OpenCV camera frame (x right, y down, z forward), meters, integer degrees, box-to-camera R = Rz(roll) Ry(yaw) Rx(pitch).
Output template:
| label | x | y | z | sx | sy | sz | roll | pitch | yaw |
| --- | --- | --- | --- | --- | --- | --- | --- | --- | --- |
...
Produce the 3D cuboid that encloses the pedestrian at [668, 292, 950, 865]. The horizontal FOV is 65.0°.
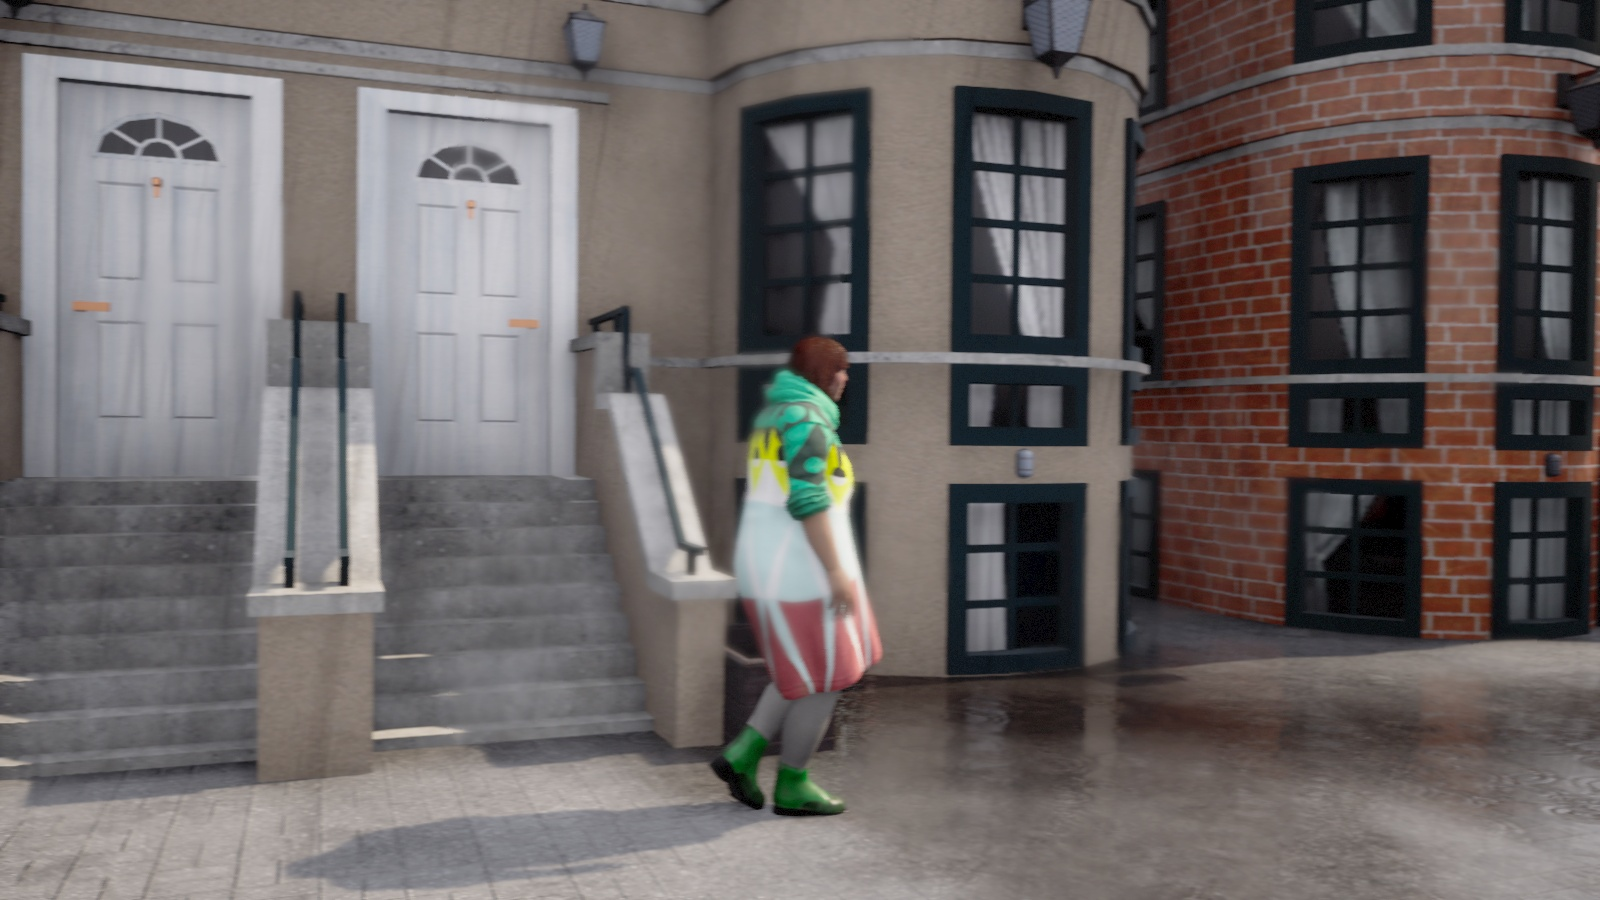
| label | x | y | z | sx | sy | sz | roll | pitch | yaw |
| --- | --- | --- | --- | --- | --- | --- | --- | --- | --- |
| pedestrian | 0.017 | 0.431 | 4.723 | 0.873 | 1.952 | 0.659 | -1 | 1 | -18 |
